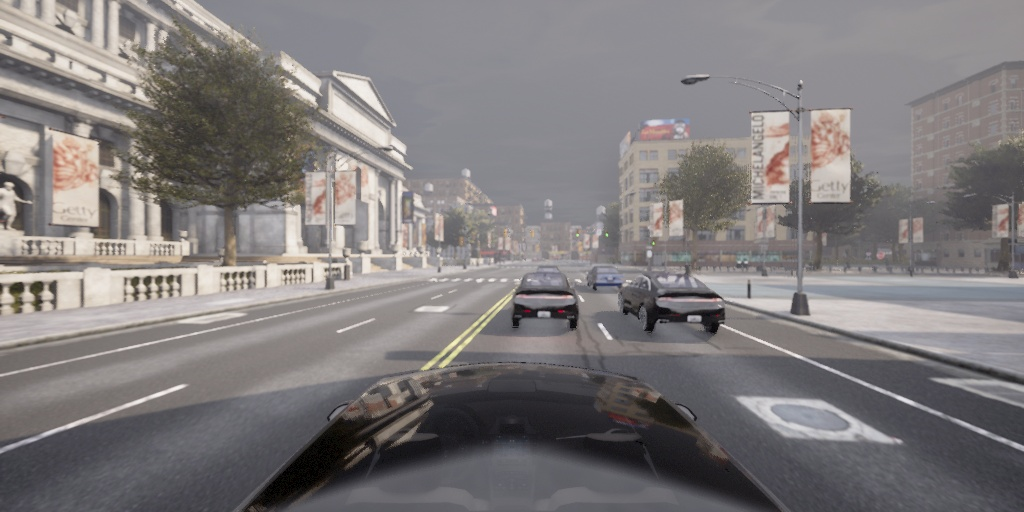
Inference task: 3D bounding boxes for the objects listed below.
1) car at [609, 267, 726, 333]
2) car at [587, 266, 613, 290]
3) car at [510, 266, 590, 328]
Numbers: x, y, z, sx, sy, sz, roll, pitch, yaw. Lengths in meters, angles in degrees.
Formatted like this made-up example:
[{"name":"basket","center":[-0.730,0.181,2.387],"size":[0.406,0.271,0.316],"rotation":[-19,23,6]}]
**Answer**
[{"name":"car","center":[4.513,1.257,10.806],"size":[2.128,1.511,4.902],"rotation":[0,0,6]},{"name":"car","center":[5.789,1.326,22.612],"size":[2.033,1.411,5.357],"rotation":[0,0,6]},{"name":"car","center":[1.053,1.253,11.430],"size":[2.128,1.511,4.902],"rotation":[0,0,6]}]
